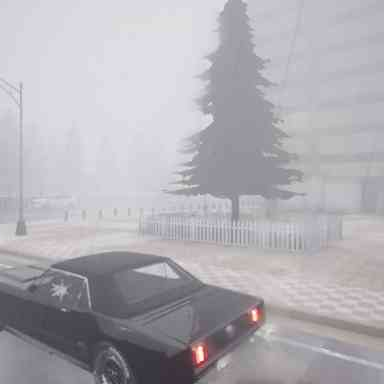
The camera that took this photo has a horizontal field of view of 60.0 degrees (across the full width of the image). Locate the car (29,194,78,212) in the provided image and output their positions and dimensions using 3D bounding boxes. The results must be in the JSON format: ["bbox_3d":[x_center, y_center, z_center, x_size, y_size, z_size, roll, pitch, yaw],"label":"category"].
[{"bbox_3d":[-16.393,1.221,39.645,2.150,2.045,5.566,0,0,36],"label":"car"}]

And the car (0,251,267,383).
[{"bbox_3d":[-1.432,1.601,5.030,4.718,1.301,1.895,0,0,36],"label":"car"}]

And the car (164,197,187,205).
[{"bbox_3d":[-2.915,1.477,58.243,1.882,1.535,5.008,0,0,36],"label":"car"}]
